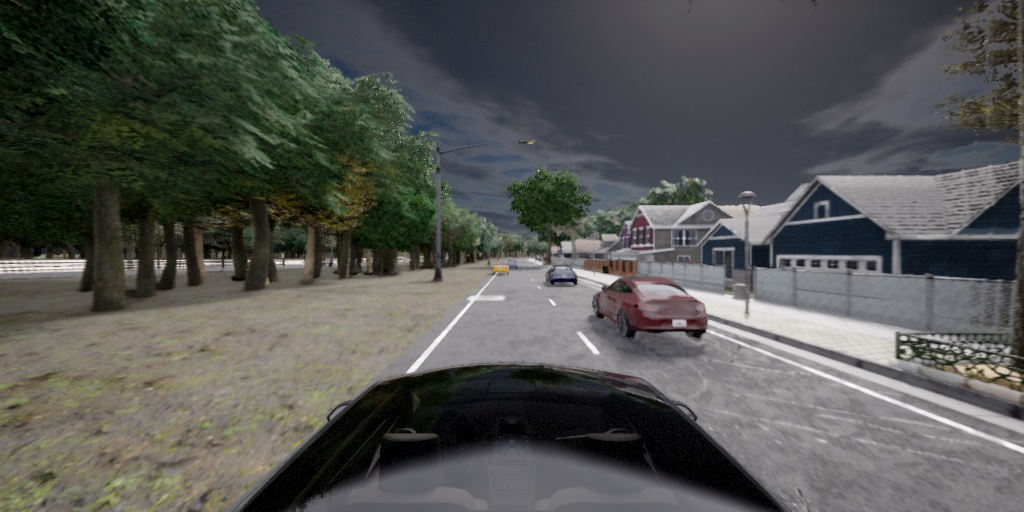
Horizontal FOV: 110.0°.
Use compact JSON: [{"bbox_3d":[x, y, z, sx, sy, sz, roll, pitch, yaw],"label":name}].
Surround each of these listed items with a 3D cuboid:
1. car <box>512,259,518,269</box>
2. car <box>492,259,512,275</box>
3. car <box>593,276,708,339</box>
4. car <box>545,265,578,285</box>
[{"bbox_3d":[-0.010,1.405,58.420,2.033,1.411,5.357,0,0,0],"label":"car"},{"bbox_3d":[-1.233,1.250,40.028,1.801,1.575,5.366,0,0,0],"label":"car"},{"bbox_3d":[3.598,1.280,10.008,1.812,1.442,4.674,0,0,0],"label":"car"},{"bbox_3d":[3.595,1.331,26.519,1.994,1.385,4.181,0,0,0],"label":"car"}]
